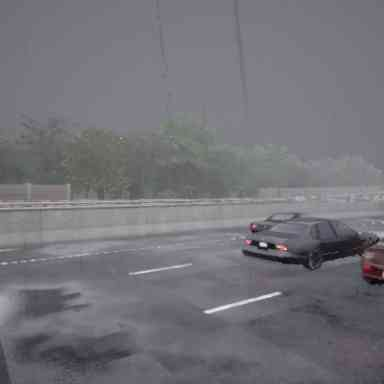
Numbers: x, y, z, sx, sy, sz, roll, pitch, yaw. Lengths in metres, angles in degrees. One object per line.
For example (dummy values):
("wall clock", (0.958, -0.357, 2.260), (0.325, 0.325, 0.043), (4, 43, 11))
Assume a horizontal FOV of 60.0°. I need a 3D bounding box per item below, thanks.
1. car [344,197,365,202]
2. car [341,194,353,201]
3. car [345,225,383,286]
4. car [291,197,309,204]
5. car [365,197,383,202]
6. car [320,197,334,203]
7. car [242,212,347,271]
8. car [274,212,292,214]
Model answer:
("car", (26.875, 1.849, 53.162), (4.718, 1.301, 1.895), (1, -1, -35))
("car", (39.302, 1.385, 84.159), (1.837, 1.490, 4.892), (1, 1, 40))
("car", (5.908, 1.530, 8.080), (4.674, 1.442, 1.812), (0, 0, -35))
("car", (19.382, 1.654, 59.562), (1.812, 1.442, 4.674), (1, 0, 39))
("car", (29.017, 1.798, 50.397), (5.357, 1.411, 2.033), (1, -1, -35))
("car", (29.196, 1.658, 71.952), (1.895, 1.301, 4.718), (1, 1, 38))
("car", (4.076, 1.551, 10.951), (5.357, 1.411, 2.033), (0, 0, -35))
("car", (5.072, 1.606, 15.958), (4.718, 1.301, 1.895), (0, 0, -35))
